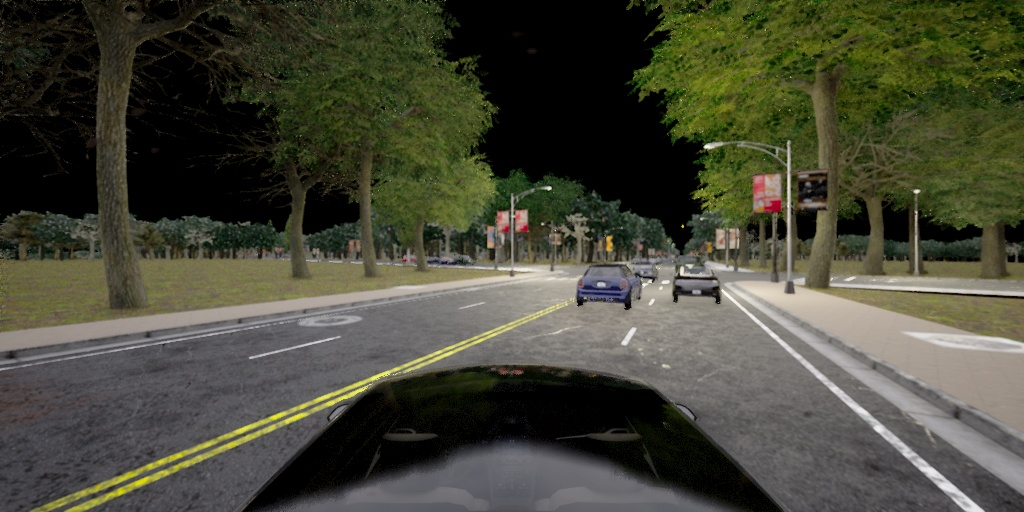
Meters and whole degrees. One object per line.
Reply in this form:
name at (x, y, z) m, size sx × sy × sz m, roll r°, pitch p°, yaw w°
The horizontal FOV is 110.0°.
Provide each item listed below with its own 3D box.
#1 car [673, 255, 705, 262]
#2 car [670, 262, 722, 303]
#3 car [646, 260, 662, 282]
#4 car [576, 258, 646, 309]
car at (14.709, 0.966, 29.735) m, size 2.150 × 2.045 × 5.566 m, roll 0°, pitch 0°, yaw 26°
car at (8.464, 1.230, 16.585) m, size 2.128 × 1.511 × 4.902 m, roll 0°, pitch 0°, yaw 26°
car at (10.613, 1.288, 28.685) m, size 2.033 × 1.411 × 5.357 m, roll 0°, pitch 0°, yaw 25°
car at (4.258, 1.100, 15.307) m, size 2.097 × 1.767 × 4.553 m, roll 0°, pitch 0°, yaw 25°
